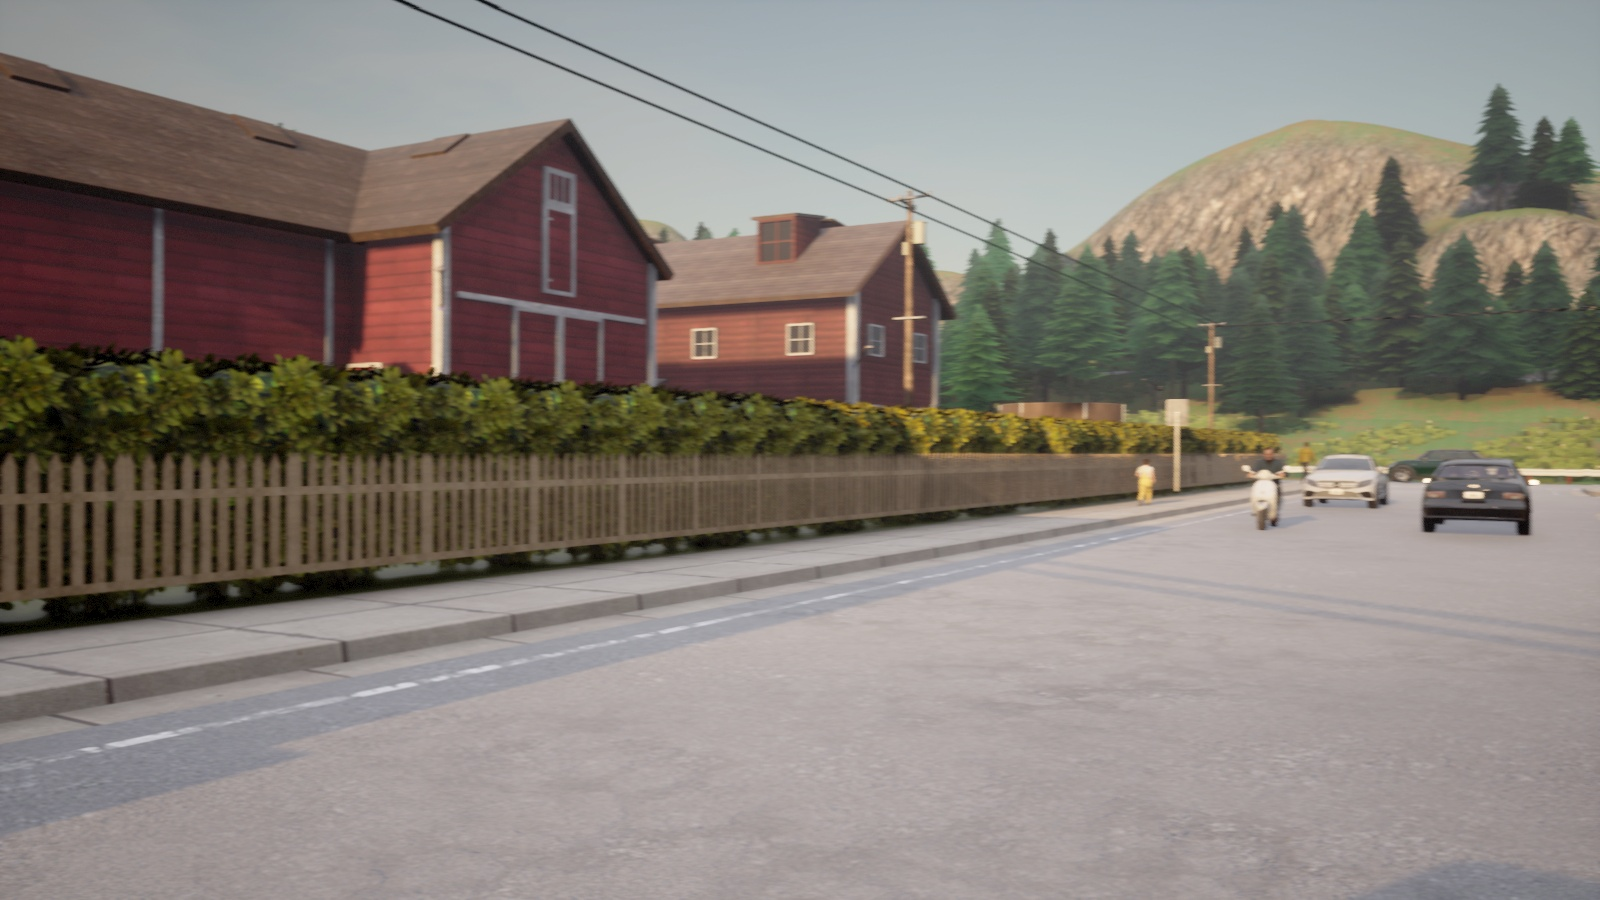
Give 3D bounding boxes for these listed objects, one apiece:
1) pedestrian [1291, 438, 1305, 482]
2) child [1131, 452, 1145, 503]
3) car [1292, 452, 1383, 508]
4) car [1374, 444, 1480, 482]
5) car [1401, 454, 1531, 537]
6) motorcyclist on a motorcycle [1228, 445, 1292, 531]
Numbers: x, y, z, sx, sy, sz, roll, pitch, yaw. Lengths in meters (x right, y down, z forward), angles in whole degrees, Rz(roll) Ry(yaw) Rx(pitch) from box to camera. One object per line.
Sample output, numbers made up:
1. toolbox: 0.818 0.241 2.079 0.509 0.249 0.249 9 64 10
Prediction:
1. pedestrian: 20.839 0.401 52.501 0.370 1.835 0.726 0 0 36
2. child: 8.383 0.675 31.150 0.270 1.263 0.437 0 0 25
3. car: 15.042 0.772 35.007 1.812 1.442 4.674 0 0 30
4. car: 30.847 0.612 61.779 4.553 1.767 2.097 0 0 30
5. car: 13.126 0.796 24.613 2.033 1.411 5.357 0 0 30
6. motorcyclist on a motorcycle: 8.898 0.696 24.270 0.866 1.590 1.817 0 0 30
